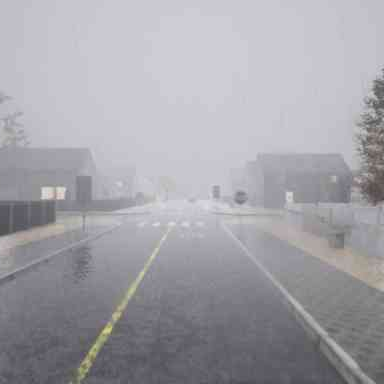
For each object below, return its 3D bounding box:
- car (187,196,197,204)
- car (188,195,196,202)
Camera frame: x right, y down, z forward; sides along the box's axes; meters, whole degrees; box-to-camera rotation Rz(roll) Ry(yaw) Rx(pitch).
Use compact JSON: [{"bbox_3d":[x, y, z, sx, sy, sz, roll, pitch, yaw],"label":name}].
[{"bbox_3d":[0.014,1.772,73.263,2.128,1.511,4.902,0,0,0],"label":"car"},{"bbox_3d":[0.017,1.652,83.685,1.882,1.535,5.008,0,0,0],"label":"car"}]
